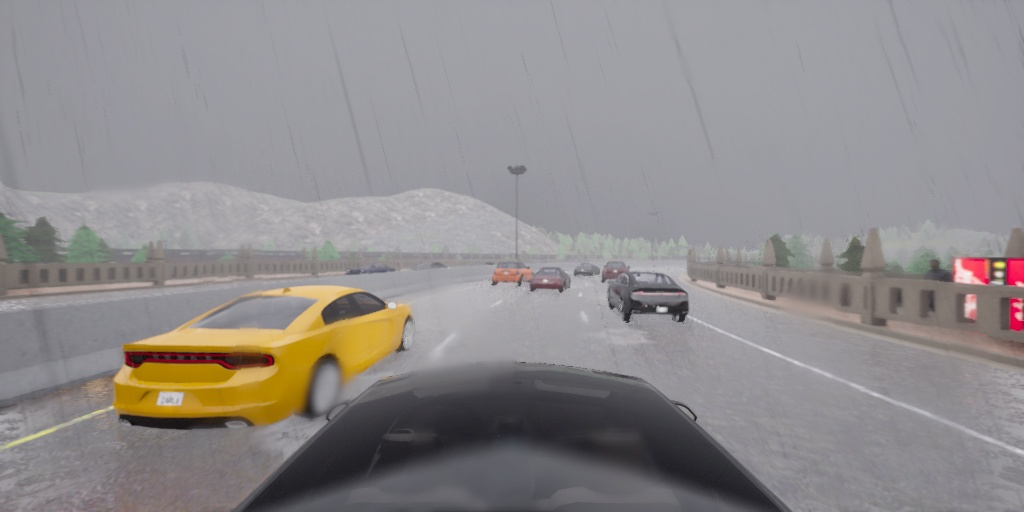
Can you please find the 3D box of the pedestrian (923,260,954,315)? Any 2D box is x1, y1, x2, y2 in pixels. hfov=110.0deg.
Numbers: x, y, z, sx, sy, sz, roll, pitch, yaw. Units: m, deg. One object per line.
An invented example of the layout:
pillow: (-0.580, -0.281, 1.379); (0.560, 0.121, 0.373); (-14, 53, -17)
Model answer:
pedestrian: (11.301, 0.964, 9.496); (0.375, 1.860, 0.375); (0, 0, 6)

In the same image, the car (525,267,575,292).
car: (2.430, 1.370, 21.852); (1.994, 1.385, 4.181); (0, 0, 16)

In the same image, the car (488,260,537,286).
car: (0.141, 1.152, 25.847); (2.097, 1.767, 4.553); (0, 0, 15)

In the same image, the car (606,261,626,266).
car: (8.715, 1.203, 29.855); (2.097, 1.767, 4.553); (0, 0, 19)

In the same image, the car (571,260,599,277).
car: (8.105, 1.431, 38.329); (1.994, 1.385, 4.181); (0, 0, 27)

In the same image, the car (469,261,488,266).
car: (-3.232, 1.314, 38.323); (1.837, 1.490, 4.892); (0, 0, 22)

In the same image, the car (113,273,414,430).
car: (-3.150, 1.220, 5.906); (1.882, 1.535, 5.008); (0, 0, 3)

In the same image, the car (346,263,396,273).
car: (-12.695, 1.350, 32.524); (1.895, 1.301, 4.718); (0, 0, 17)

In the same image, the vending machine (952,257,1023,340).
vending machine: (11.741, 1.019, 8.702); (1.100, 2.100, 0.880); (0, 0, 6)

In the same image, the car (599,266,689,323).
car: (4.471, 1.286, 12.385); (2.128, 1.511, 4.902); (0, 0, 7)

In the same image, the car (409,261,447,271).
car: (-8.136, 1.285, 35.123); (1.837, 1.490, 4.892); (0, -1, 20)
